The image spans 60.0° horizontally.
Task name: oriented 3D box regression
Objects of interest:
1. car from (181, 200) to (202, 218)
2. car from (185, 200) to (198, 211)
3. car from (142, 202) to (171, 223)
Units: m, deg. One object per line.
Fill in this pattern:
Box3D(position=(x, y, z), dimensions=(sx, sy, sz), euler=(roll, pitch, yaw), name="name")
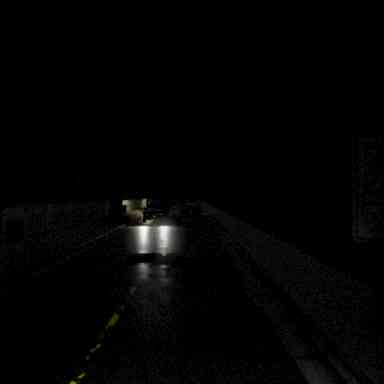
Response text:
Box3D(position=(-0.061, 1.711, 33.551), dimensions=(1.882, 1.535, 5.008), euler=(0, -1, 0), name="car")
Box3D(position=(-0.054, 1.867, 47.396), dimensions=(1.837, 1.490, 4.892), euler=(0, -1, 0), name="car")
Box3D(position=(-2.805, 1.590, 26.969), dimensions=(1.837, 1.490, 4.892), euler=(0, -1, 0), name="car")
